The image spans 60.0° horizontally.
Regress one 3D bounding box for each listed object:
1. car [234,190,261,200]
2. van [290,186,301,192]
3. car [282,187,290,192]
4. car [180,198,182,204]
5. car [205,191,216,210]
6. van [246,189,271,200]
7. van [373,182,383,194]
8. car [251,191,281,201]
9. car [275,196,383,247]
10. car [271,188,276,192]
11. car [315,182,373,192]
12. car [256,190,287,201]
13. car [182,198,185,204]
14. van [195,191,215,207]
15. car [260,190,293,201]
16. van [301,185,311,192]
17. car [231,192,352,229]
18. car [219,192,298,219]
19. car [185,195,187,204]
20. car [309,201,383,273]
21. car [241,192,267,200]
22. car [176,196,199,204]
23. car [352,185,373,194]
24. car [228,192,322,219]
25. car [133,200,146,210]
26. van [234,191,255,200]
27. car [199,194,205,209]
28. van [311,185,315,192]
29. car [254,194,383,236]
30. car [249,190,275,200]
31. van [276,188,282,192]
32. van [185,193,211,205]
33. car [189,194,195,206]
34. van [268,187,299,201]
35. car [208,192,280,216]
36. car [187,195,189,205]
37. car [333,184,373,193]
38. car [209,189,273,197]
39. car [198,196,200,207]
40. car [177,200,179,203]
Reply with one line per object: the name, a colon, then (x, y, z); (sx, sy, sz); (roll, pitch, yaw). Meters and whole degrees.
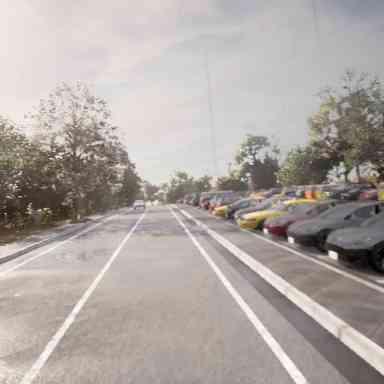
car: (12.654, 0.718, 76.266); (5.566, 2.045, 2.435); (-4, -1, -6)
van: (15.690, 0.113, 43.321); (4.442, 1.987, 1.878); (-4, 0, -6)
car: (15.573, 0.366, 45.939); (5.008, 1.535, 2.097); (-4, -1, -6)
car: (0.702, 1.636, 64.163); (4.674, 1.452, 2.002); (-4, -1, -6)
car: (3.867, 1.014, 31.025); (4.553, 1.767, 2.185); (-4, 0, -6)
van: (13.541, 0.568, 68.007); (4.442, 1.987, 1.878); (-4, -1, -6)
van: (17.536, 0.039, 26.794); (4.442, 1.987, 1.878); (-4, 0, -6)
car: (13.955, 0.695, 62.603); (5.008, 1.535, 2.097); (-4, -1, -6)
car: (5.766, 1.100, 11.684); (4.792, 1.488, 2.163); (-4, 0, -6)
car: (14.853, 0.484, 51.432); (5.366, 1.575, 1.946); (-4, -1, -6)
car: (16.584, 0.053, 35.050); (5.566, 2.045, 2.435); (-4, 0, -6)
car: (14.233, 0.638, 59.722); (5.008, 1.535, 2.097); (-4, -1, -6)
car: (1.235, 1.487, 58.638); (5.008, 1.535, 2.097); (-4, -1, -6)
van: (2.967, 0.949, 39.305); (4.442, 1.987, 1.878); (-4, 0, -6)
car: (14.498, 0.585, 56.964); (4.892, 1.521, 2.231); (-4, -1, -6)
van: (16.203, 0.088, 40.455); (4.442, 1.987, 1.878); (-4, 0, -6)
car: (5.069, 1.097, 17.195); (5.366, 1.575, 1.946); (-4, 0, -6)
car: (4.709, 1.109, 22.738); (4.892, 1.521, 2.231); (-4, 0, -6)
car: (1.735, 1.410, 53.110); (4.792, 1.488, 2.163); (-4, -1, -6)
car: (6.035, 1.090, 8.921); (4.792, 1.488, 2.163); (-4, 0, -6)
car: (13.168, 0.856, 70.750); (4.892, 1.521, 2.231); (-4, -1, -6)
car: (-1.083, 1.980, 80.706); (5.366, 1.575, 1.946); (-4, -1, -6)
car: (17.178, 0.322, 29.415); (4.674, 1.452, 2.002); (-4, 0, -6)
car: (4.991, 1.099, 19.976); (4.892, 1.521, 2.231); (-4, 0, -6)
car: (-8.909, 2.173, 56.489); (1.812, 1.442, 4.674); (-4, -1, -6)
van: (12.468, 0.812, 79.152); (4.442, 1.987, 1.878); (-4, -1, -6)
car: (3.631, 1.147, 33.791); (5.008, 1.535, 2.097); (-4, 0, -6)
van: (16.460, 0.078, 37.822); (4.442, 1.987, 1.878); (-4, 0, -6)
car: (5.496, 1.110, 14.447); (4.792, 1.488, 2.163); (-4, 0, -6)
car: (13.666, 0.623, 65.235); (4.553, 1.767, 2.185); (-4, -1, -6)
van: (15.171, 0.203, 48.687); (4.442, 1.987, 1.878); (-4, -1, -6)
van: (1.064, 1.309, 61.415); (4.442, 1.987, 1.878); (-4, -1, -6)
car: (2.840, 0.924, 42.083); (5.566, 2.045, 2.435); (-4, 0, -6)
van: (14.871, 0.297, 54.223); (4.442, 1.987, 1.878); (-4, -1, -6)
car: (4.261, 1.127, 25.484); (5.366, 1.575, 1.946); (-4, 0, -6)
car: (2.035, 1.364, 50.349); (4.674, 1.452, 2.002); (-4, -1, -6)
car: (16.903, 0.291, 32.172); (5.008, 1.535, 2.097); (-4, 0, -6)
car: (4.137, 1.004, 28.262); (4.553, 1.767, 2.185); (-4, 0, -6)
car: (3.372, 1.197, 36.555); (4.674, 1.452, 2.002); (-4, 0, -6)
car: (0.118, 1.456, 69.690); (5.566, 2.045, 2.435); (-4, -1, -6)
